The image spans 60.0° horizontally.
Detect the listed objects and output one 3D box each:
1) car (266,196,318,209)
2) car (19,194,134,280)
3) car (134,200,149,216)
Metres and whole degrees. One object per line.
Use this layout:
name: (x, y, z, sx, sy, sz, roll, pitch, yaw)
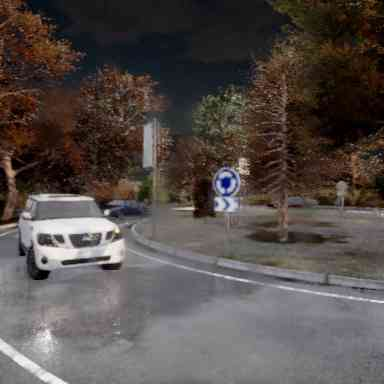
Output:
car: (10.798, 1.098, 36.120, 5.357, 1.411, 2.033, -1, 0, 3)
car: (-3.912, 1.097, 10.155, 2.150, 2.045, 5.566, 0, 0, -32)
car: (-5.464, 1.251, 26.243, 2.033, 1.411, 5.357, 1, 1, 24)
